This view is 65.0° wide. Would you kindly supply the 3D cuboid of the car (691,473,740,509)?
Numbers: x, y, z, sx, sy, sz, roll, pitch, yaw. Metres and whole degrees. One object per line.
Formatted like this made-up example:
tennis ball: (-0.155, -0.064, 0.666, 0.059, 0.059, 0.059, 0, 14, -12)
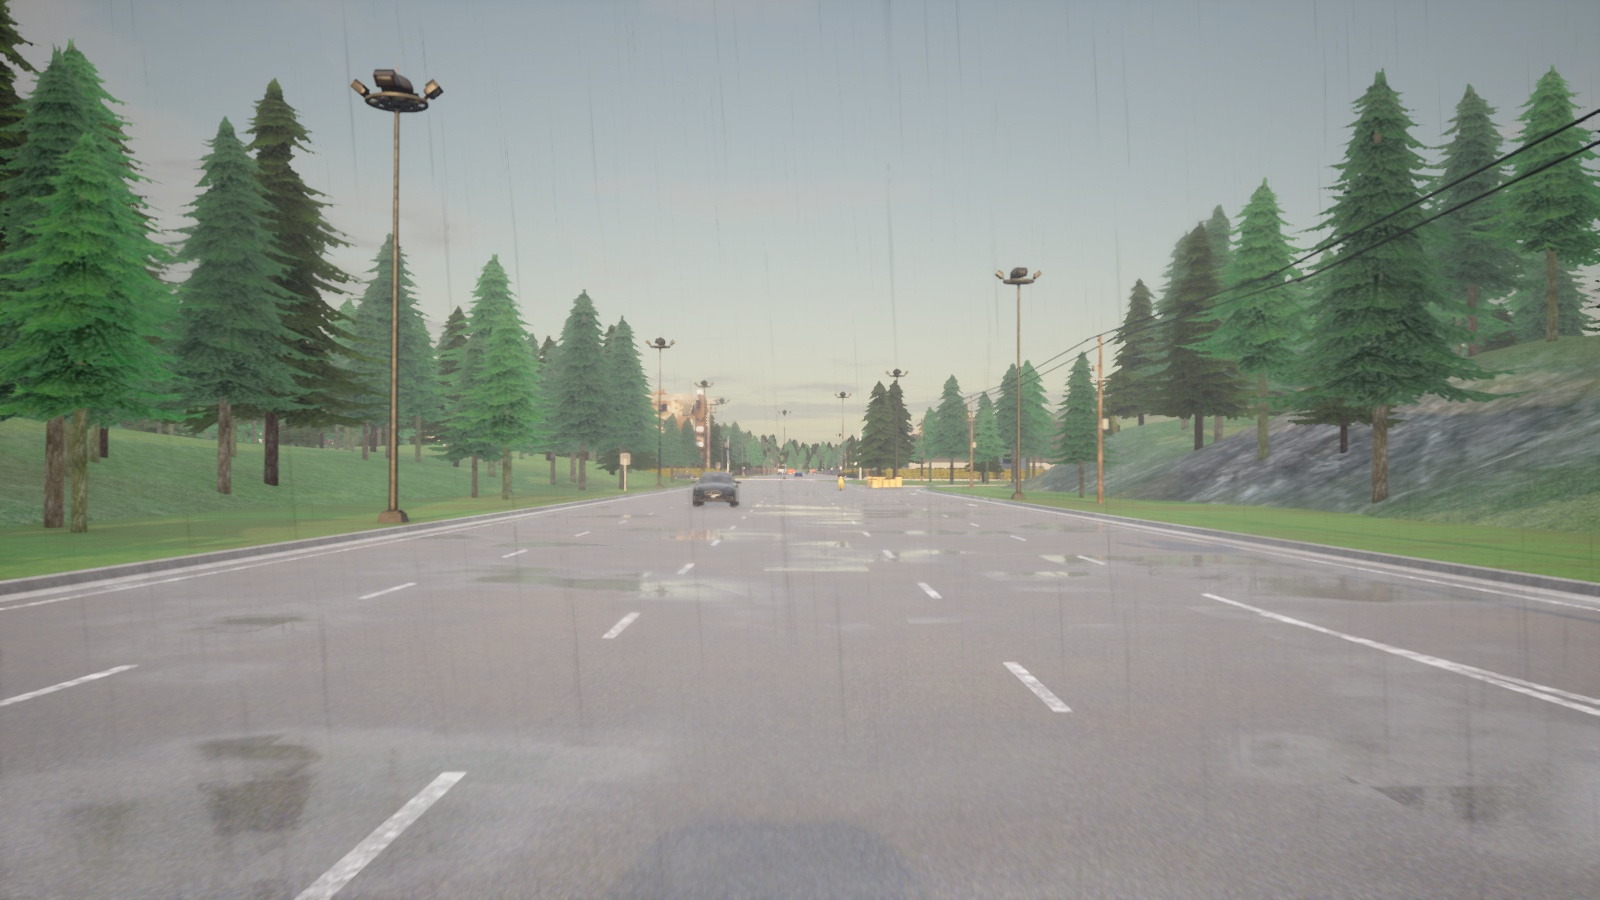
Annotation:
car: (-3.633, 1.752, 54.849, 1.837, 1.490, 4.892, 0, -1, 0)
